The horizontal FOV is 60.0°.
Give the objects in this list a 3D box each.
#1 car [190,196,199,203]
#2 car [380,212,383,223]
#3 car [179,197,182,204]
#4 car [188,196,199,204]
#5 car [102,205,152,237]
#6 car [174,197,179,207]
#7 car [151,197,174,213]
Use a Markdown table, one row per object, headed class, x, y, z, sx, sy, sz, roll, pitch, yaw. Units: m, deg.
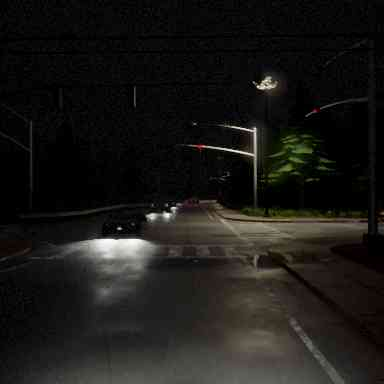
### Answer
| class | x | y | z | sx | sy | sz | roll | pitch | yaw |
| --- | --- | --- | --- | --- | --- | --- | --- | --- | --- |
| car | 0.631 | 1.628 | 75.652 | 1.837 | 1.490 | 4.892 | 0 | 0 | 2 |
| car | 15.142 | 1.485 | 22.020 | 5.008 | 1.535 | 1.882 | 0 | 0 | 1 |
| car | -3.144 | 1.645 | 68.596 | 1.994 | 1.385 | 4.181 | 0 | 0 | 2 |
| car | 0.312 | 1.689 | 65.344 | 1.812 | 1.442 | 4.674 | 0 | 0 | 2 |
| car | -3.612 | 1.644 | 18.493 | 1.994 | 1.385 | 4.181 | 0 | 0 | 0 |
| car | -3.547 | 1.659 | 54.701 | 1.837 | 1.490 | 4.892 | 0 | 1 | 1 |
| car | -3.613 | 1.469 | 38.876 | 2.097 | 1.767 | 4.553 | 0 | 0 | 0 |
